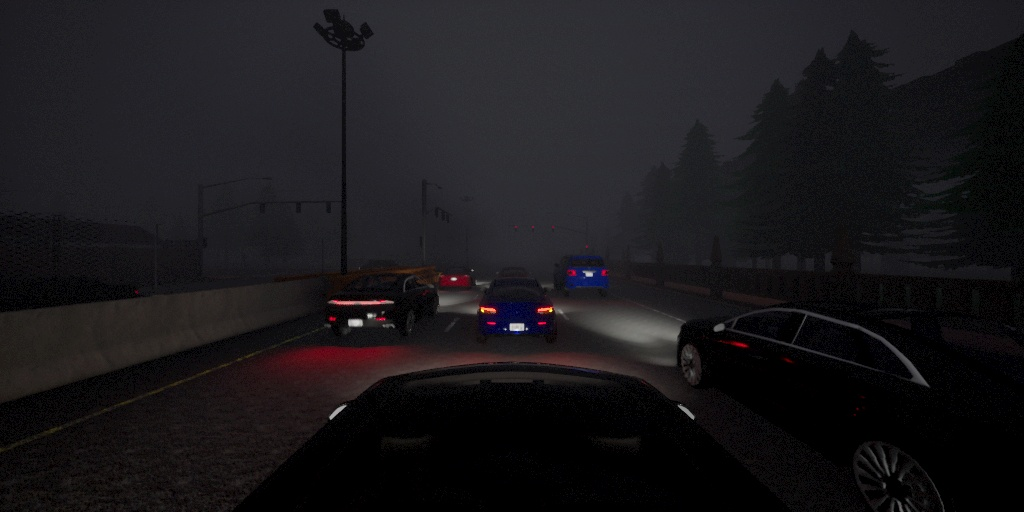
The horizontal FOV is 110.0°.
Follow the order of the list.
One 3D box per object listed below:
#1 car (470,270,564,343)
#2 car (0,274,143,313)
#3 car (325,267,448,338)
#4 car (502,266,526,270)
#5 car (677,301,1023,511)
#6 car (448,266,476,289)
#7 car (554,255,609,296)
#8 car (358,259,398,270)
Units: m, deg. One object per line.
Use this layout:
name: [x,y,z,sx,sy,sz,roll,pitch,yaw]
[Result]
car: [0.093,1.276,9.568,1.812,1.442,4.674,0,0,0]
car: [-14.100,1.297,10.348,2.033,1.411,5.357,0,0,0]
car: [-3.402,1.241,10.222,2.128,1.511,4.902,0,0,0]
car: [0.097,1.275,19.464,1.812,1.442,4.674,0,0,0]
car: [3.599,1.240,3.930,2.128,1.511,4.902,0,0,0]
car: [-3.419,1.313,22.888,1.994,1.385,4.181,0,0,-1]
car: [3.597,0.969,19.355,2.150,2.045,5.566,0,0,0]
car: [-10.504,1.023,28.382,2.097,1.767,4.553,0,0,0]
